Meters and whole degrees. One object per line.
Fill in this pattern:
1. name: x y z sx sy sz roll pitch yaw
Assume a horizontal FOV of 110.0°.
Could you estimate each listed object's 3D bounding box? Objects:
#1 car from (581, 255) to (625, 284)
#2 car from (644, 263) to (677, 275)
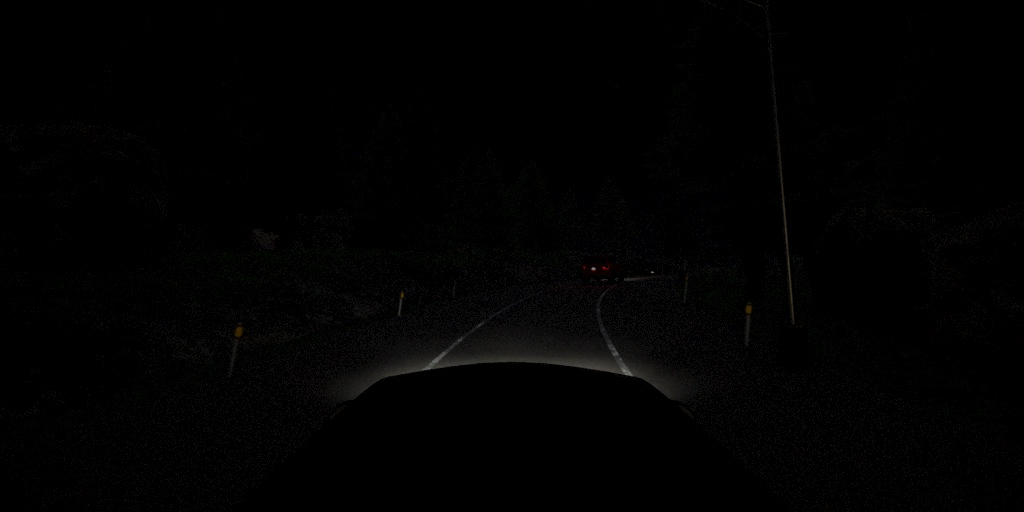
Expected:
1. car: 6.944 0.988 27.083 2.150 2.045 5.566 -3 -2 29
2. car: 16.502 1.453 39.694 1.895 1.301 4.718 -6 -5 45
